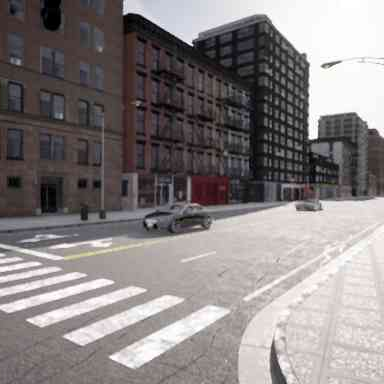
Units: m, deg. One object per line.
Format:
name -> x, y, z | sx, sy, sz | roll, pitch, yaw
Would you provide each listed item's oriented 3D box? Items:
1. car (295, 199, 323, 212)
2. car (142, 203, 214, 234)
car -> 13.282, 1.459, 37.717 | 1.895, 1.301, 4.718 | 1, 1, 36
car -> -0.647, 1.363, 18.471 | 2.128, 1.511, 4.902 | 1, 1, 36
